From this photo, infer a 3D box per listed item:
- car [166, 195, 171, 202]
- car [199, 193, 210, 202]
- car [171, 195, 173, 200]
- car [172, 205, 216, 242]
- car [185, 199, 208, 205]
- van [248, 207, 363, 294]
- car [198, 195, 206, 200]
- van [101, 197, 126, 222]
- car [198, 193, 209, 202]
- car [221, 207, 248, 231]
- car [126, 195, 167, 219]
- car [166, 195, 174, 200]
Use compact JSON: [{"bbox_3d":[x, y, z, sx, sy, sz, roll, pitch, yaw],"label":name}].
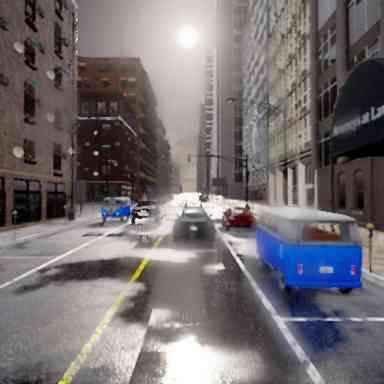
[{"bbox_3d":[-5.649,1.438,63.440,2.008,1.369,4.403,1,0,0],"label":"car"},{"bbox_3d":[2.740,1.181,74.748,2.192,1.841,5.009,1,0,0],"label":"car"},{"bbox_3d":[-5.646,1.427,69.095,2.008,1.369,4.403,1,0,0],"label":"car"},{"bbox_3d":[0.104,1.536,16.309,1.994,1.385,4.181,0,0,1],"label":"car"},{"bbox_3d":[0.110,1.551,29.118,1.895,1.301,4.718,0,0,0],"label":"car"},{"bbox_3d":[2.709,1.327,8.534,1.690,1.788,3.998,1,0,0],"label":"van"},{"bbox_3d":[2.743,1.416,91.712,1.802,1.307,4.206,1,0,0],"label":"car"},{"bbox_3d":[-5.749,1.297,25.524,1.690,1.788,3.998,1,0,0],"label":"van"},{"bbox_3d":[2.733,1.459,69.094,1.802,1.307,4.206,1,0,0],"label":"car"},{"bbox_3d":[2.711,1.548,19.836,1.802,1.307,4.206,1,0,0],"label":"car"},{"bbox_3d":[-2.990,1.178,22.917,1.837,1.490,4.892,0,0,0],"label":"car"},{"bbox_3d":[-5.639,1.427,86.059,1.802,1.307,4.206,1,0,0],"label":"car"}]
